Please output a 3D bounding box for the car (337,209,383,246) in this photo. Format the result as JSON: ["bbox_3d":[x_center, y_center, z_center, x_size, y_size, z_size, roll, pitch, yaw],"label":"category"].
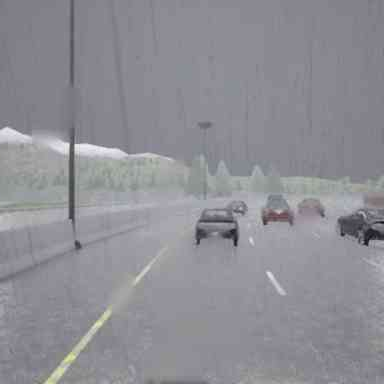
[{"bbox_3d":[8.238,1.529,15.402,2.128,1.511,4.902,0,0,7],"label":"car"}]

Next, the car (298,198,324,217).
[{"bbox_3d":[11.618,1.424,32.748,2.097,1.767,4.553,0,0,14],"label":"car"}]

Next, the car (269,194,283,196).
[{"bbox_3d":[10.494,1.308,41.334,2.150,2.045,5.566,0,0,18],"label":"car"}]

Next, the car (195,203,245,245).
[{"bbox_3d":[1.241,1.521,15.752,2.128,1.511,4.902,0,0,6],"label":"car"}]

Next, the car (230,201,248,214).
[{"bbox_3d":[4.640,1.613,33.907,2.033,1.411,5.357,0,0,15],"label":"car"}]

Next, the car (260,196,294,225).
[{"bbox_3d":[6.215,1.405,24.646,2.097,1.767,4.553,0,0,9],"label":"car"}]
